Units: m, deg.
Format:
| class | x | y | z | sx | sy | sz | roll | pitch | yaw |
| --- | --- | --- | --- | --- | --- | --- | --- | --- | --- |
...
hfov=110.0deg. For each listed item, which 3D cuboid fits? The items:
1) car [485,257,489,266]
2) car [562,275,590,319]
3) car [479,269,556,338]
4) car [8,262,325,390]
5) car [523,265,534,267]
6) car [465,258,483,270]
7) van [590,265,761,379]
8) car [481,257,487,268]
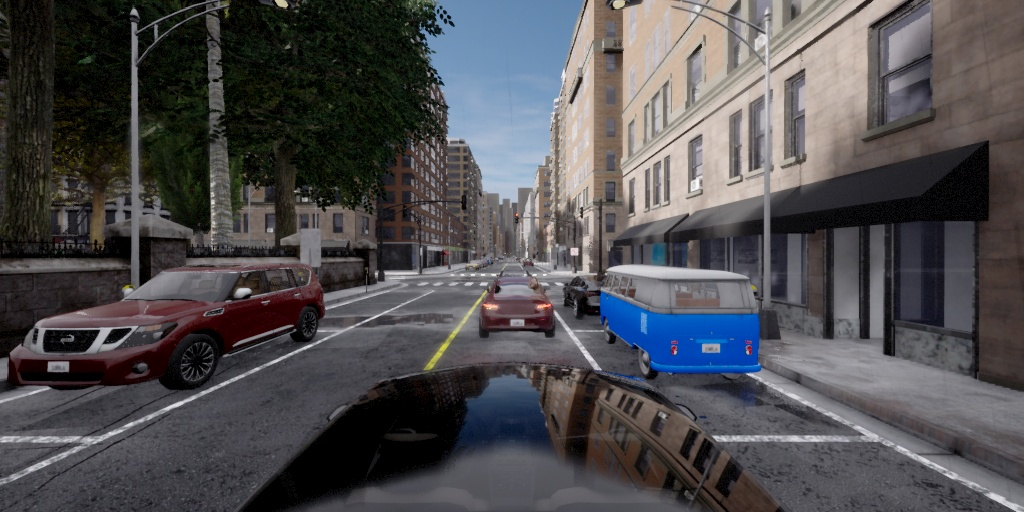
| class | x | y | z | sx | sy | sz | roll | pitch | yaw |
| --- | --- | --- | --- | --- | --- | --- | --- | --- | --- |
| car | -5.510 | 1.265 | 61.579 | 1.888 | 1.381 | 4.507 | 0 | 0 | 0 |
| car | 2.886 | 1.313 | 12.667 | 1.948 | 1.339 | 4.313 | 0 | 0 | 0 |
| car | 0.127 | 1.274 | 10.048 | 1.812 | 1.442 | 4.674 | 0 | 0 | 0 |
| car | -5.654 | 1.064 | 6.989 | 2.192 | 1.841 | 5.009 | 0 | 0 | 0 |
| car | 0.121 | 1.345 | 18.870 | 1.895 | 1.301 | 4.718 | 0 | 0 | -1 |
| car | -5.539 | 1.248 | 50.508 | 1.751 | 1.417 | 4.829 | 0 | 0 | 0 |
| van | 2.870 | 1.090 | 7.006 | 1.690 | 1.789 | 3.998 | 0 | 0 | 0 |
| car | -5.524 | 1.272 | 56.128 | 2.007 | 1.370 | 4.403 | 0 | 0 | 0 |
